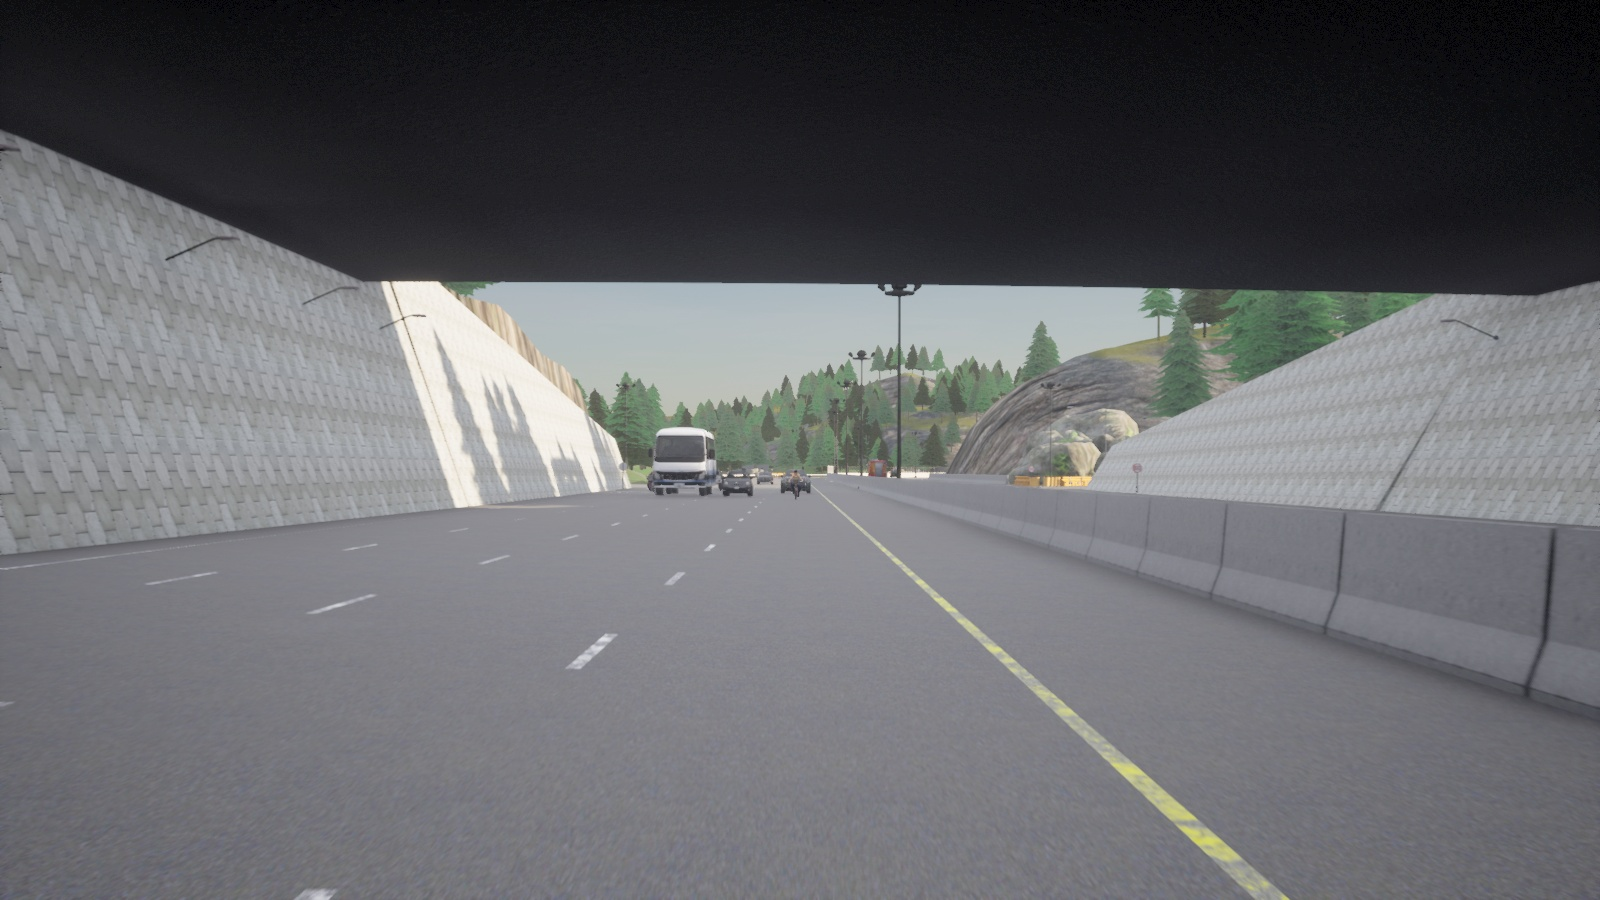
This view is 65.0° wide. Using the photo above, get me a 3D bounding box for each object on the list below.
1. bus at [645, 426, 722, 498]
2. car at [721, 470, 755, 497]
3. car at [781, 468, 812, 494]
[{"bbox_3d":[-7.254,0.798,79.539,3.944,4.253,10.273,0,-1,0],"label":"bus"},{"bbox_3d":[-3.736,2.000,75.985,1.851,1.617,3.988,0,-1,0],"label":"car"},{"bbox_3d":[-0.277,2.138,87.383,2.097,1.767,4.553,0,-1,0],"label":"car"}]
